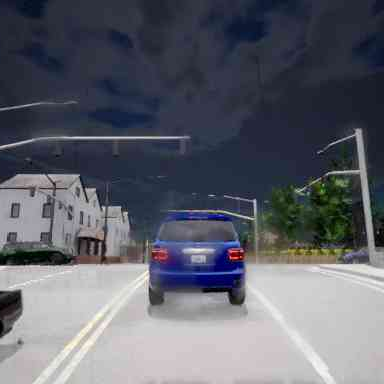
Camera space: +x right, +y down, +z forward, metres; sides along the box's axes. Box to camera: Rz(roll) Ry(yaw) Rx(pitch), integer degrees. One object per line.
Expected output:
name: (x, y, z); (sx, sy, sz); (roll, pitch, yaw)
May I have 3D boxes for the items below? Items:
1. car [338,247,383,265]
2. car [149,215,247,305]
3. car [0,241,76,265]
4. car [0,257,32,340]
car: (15.422, 5.659, 29.609); (4.553, 1.767, 2.097); (0, -12, 1)
car: (0.077, 1.761, 9.305); (2.150, 2.045, 5.566); (0, -7, -1)
car: (-12.241, 4.956, 26.464); (5.566, 2.045, 2.150); (-5, -12, -4)
car: (-3.575, 1.656, 2.982); (1.895, 1.301, 4.718); (0, -2, 0)
